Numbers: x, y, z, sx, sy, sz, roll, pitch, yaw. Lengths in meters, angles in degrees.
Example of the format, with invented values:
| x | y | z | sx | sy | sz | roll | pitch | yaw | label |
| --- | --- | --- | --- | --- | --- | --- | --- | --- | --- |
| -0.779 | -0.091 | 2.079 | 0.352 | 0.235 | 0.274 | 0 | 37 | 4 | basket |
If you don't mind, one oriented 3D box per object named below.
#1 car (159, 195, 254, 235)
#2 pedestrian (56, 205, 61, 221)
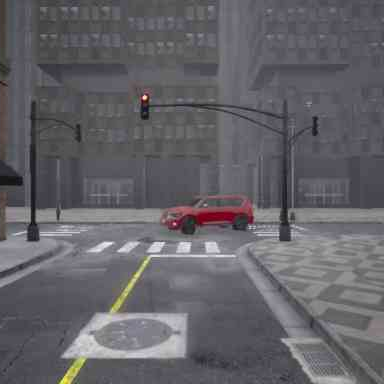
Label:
| x | y | z | sx | sy | sz | roll | pitch | yaw | label |
| --- | --- | --- | --- | --- | --- | --- | --- | --- | --- |
| 0.918 | 1.219 | 18.971 | 5.566 | 2.045 | 2.150 | 0 | -1 | -28 | car |
| -9.817 | 1.532 | 24.418 | 0.500 | 1.100 | 0.500 | 0 | 0 | 1 | pedestrian |
